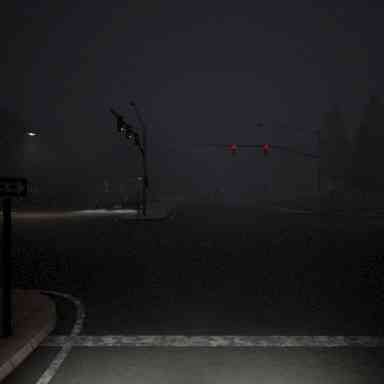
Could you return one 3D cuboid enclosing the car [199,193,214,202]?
[{"bbox_3d":[2.911,1.225,73.019,2.150,2.045,5.566,0,0,-1],"label":"car"}]

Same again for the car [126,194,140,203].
[{"bbox_3d":[-12.019,1.352,68.288,2.097,1.767,4.553,0,0,-1],"label":"car"}]

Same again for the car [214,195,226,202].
[{"bbox_3d":[6.403,1.524,73.534,1.812,1.442,4.674,0,0,-1],"label":"car"}]

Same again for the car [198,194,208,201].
[{"bbox_3d":[2.749,1.319,83.541,2.097,1.767,4.553,0,0,-1],"label":"car"}]

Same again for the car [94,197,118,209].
[{"bbox_3d":[-11.762,1.601,44.990,1.895,1.301,4.718,0,0,-1],"label":"car"}]

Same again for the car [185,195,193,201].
[{"bbox_3d":[-0.750,1.505,83.492,1.994,1.385,4.181,0,0,-1],"label":"car"}]

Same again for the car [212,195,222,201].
[{"bbox_3d":[6.249,1.482,83.610,2.128,1.511,4.902,0,0,-1],"label":"car"}]

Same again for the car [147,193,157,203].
[{"bbox_3d":[-8.530,1.221,69.051,2.150,2.045,5.566,0,0,-1],"label":"car"}]

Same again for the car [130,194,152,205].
[{"bbox_3d":[-8.403,1.548,54.777,2.033,1.411,5.357,0,0,-1],"label":"car"}]

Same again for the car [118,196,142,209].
[{"bbox_3d":[-8.263,1.601,45.120,1.895,1.301,4.718,0,0,-1],"label":"car"}]

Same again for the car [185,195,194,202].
[{"bbox_3d":[-0.590,1.478,73.054,1.882,1.535,5.008,0,0,-1],"label":"car"}]
